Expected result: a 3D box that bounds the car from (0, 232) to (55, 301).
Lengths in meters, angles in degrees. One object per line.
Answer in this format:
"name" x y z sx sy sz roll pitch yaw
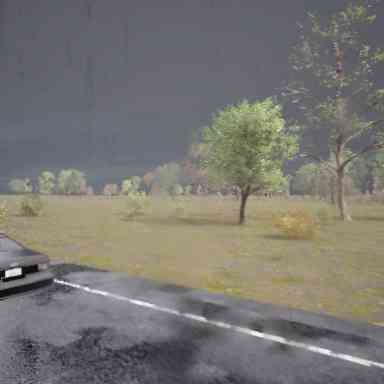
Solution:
"car" -5.397 1.572 7.720 5.357 1.411 2.033 0 0 36
